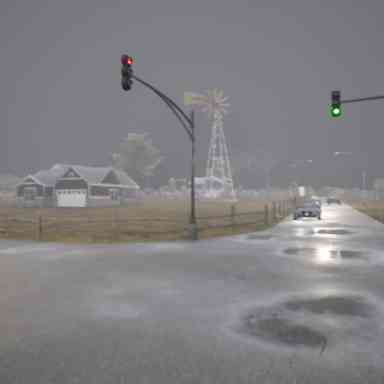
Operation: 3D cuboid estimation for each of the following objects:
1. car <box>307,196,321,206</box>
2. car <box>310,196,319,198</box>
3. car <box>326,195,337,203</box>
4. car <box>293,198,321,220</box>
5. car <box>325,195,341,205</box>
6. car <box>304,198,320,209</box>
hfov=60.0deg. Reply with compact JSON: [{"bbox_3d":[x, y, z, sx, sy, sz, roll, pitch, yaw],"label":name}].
[{"bbox_3d":[19.840,1.382,53.872,2.033,1.411,5.357,-1,0,21],"label":"car"},{"bbox_3d":[12.354,1.360,34.691,2.128,1.511,4.902,-1,0,21],"label":"car"},{"bbox_3d":[25.950,1.317,62.082,1.812,1.442,4.674,-1,0,21],"label":"car"},{"bbox_3d":[9.216,1.456,26.532,1.994,1.385,4.181,-1,0,21],"label":"car"},{"bbox_3d":[22.313,1.298,52.356,1.837,1.490,4.892,-1,0,21],"label":"car"},{"bbox_3d":[15.958,1.449,44.000,1.895,1.301,4.718,-1,0,21],"label":"car"}]
